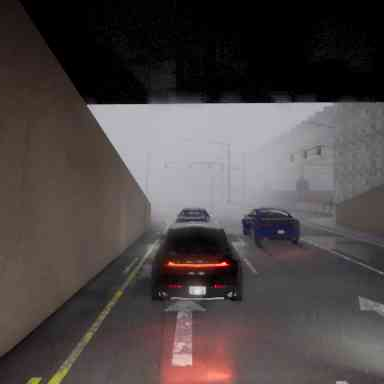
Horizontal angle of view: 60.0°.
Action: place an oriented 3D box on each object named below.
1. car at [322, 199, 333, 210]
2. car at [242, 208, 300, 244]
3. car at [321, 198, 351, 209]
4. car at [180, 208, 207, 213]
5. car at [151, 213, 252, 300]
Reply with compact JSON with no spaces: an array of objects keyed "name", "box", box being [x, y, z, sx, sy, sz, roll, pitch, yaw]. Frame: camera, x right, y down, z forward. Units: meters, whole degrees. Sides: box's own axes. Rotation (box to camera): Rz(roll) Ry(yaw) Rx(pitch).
[{"name":"car","box":[17.617,1.488,40.653,4.974,1.542,2.038,0,0,-45]},{"name":"car","box":[3.629,1.492,16.001,1.882,1.535,5.008,0,0,0]},{"name":"car","box":[17.654,1.331,40.690,4.536,1.218,1.853,0,0,-45]},{"name":"car","box":[0.102,1.563,18.107,2.033,1.411,5.357,0,0,3]},{"name":"car","box":[0.106,1.512,8.362,1.837,1.490,4.892,0,0,0]}]
